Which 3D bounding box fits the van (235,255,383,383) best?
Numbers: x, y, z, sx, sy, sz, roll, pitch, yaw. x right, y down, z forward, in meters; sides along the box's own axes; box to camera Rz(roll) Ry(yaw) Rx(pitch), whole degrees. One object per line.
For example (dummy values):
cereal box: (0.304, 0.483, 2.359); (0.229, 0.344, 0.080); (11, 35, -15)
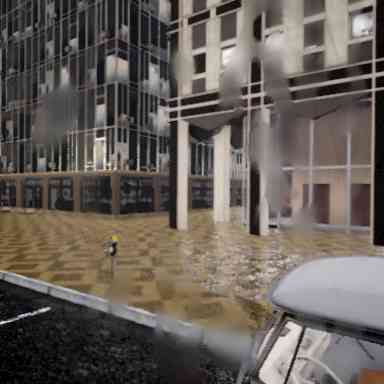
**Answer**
van: (2.048, 1.342, 1.405); (3.998, 1.788, 1.690); (0, 1, 35)
